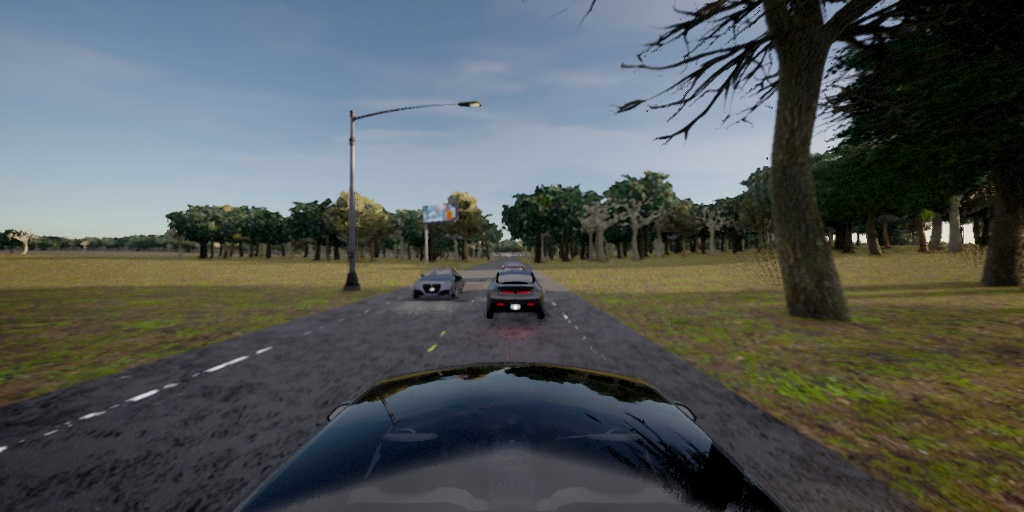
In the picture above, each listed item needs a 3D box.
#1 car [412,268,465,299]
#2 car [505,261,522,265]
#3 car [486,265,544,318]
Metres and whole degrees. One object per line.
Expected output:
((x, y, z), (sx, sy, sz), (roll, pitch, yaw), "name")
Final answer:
((-3.556, 1.296, 17.957), (1.994, 1.385, 4.181), (0, 0, 0), "car")
((0.114, 1.211, 30.934), (2.128, 1.511, 4.902), (0, 0, 0), "car")
((0.105, 1.242, 12.937), (1.837, 1.490, 4.892), (0, 0, 0), "car")
